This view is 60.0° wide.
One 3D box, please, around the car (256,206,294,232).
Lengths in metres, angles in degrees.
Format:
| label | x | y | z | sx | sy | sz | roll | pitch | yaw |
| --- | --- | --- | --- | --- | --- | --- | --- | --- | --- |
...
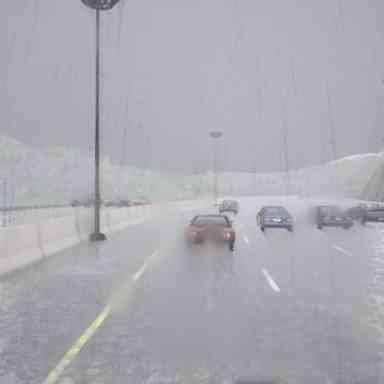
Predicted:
| label | x | y | z | sx | sy | sz | roll | pitch | yaw |
| --- | --- | --- | --- | --- | --- | --- | --- | --- | --- |
| car | 5.001 | 1.568 | 20.478 | 2.033 | 1.411 | 5.357 | 0 | 0 | 7 |

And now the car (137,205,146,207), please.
| label | x | y | z | sx | sy | sz | roll | pitch | yaw |
| --- | --- | --- | --- | --- | --- | --- | --- | --- | --- |
| car | -7.209 | 1.359 | 48.988 | 2.097 | 1.767 | 4.553 | 0 | 0 | 16 |

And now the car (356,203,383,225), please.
| label | x | y | z | sx | sy | sz | roll | pitch | yaw |
| --- | --- | --- | --- | --- | --- | --- | --- | --- | --- |
| car | 12.594 | 1.530 | 23.960 | 2.128 | 1.511 | 4.902 | 0 | 0 | 9 |

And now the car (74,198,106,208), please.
| label | x | y | z | sx | sy | sz | roll | pitch | yaw |
| --- | --- | --- | --- | --- | --- | --- | --- | --- | --- |
| car | -14.921 | 1.212 | 47.342 | 2.150 | 2.045 | 5.566 | 0 | 0 | 15 |

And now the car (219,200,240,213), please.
| label | x | y | z | sx | sy | sz | roll | pitch | yaw |
| --- | --- | --- | --- | --- | --- | --- | --- | --- | --- |
| car | 4.020 | 1.573 | 35.493 | 2.033 | 1.411 | 5.357 | 0 | 0 | 12 |

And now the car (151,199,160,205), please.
| label | x | y | z | sx | sy | sz | roll | pitch | yaw |
| --- | --- | --- | --- | --- | --- | --- | --- | --- | --- |
| car | -4.279 | 1.539 | 46.506 | 1.812 | 1.442 | 4.674 | 0 | 0 | 15 |

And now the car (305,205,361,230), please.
| label | x | y | z | sx | sy | sz | roll | pitch | yaw |
| --- | --- | --- | --- | --- | --- | --- | --- | --- | --- |
| car | 8.646 | 1.576 | 21.392 | 2.033 | 1.411 | 5.357 | 0 | 0 | 8 |

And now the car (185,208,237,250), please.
| label | x | y | z | sx | sy | sz | roll | pitch | yaw |
| --- | --- | --- | --- | --- | --- | --- | --- | --- | --- |
| car | 0.840 | 1.610 | 14.401 | 1.895 | 1.301 | 4.718 | 0 | 0 | 5 |
